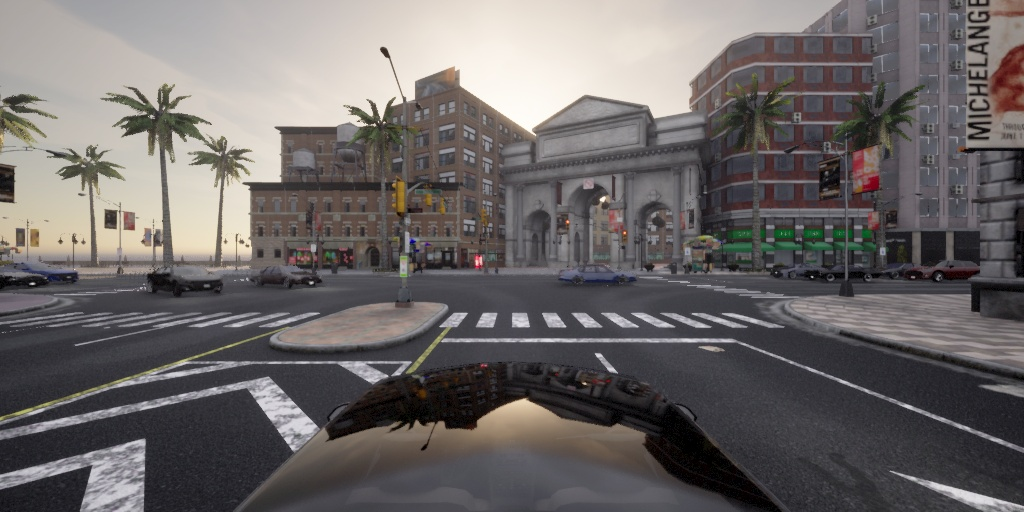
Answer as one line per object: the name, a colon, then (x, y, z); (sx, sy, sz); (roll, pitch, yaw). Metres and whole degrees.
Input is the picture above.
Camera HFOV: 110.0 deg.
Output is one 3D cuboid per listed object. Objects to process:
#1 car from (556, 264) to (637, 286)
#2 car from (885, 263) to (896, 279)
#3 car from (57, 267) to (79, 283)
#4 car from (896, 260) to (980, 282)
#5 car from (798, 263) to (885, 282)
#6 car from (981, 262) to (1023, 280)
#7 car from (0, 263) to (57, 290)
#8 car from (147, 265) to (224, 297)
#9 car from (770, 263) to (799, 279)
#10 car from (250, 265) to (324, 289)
car: (5.810, 1.297, 24.987); (5.357, 1.411, 2.033); (0, 0, 0)
car: (34.845, 1.297, 31.911); (5.357, 1.411, 2.033); (0, 0, 1)
car: (-33.713, 1.228, 25.281); (5.008, 1.535, 1.882); (0, 0, 0)
car: (34.060, 1.102, 28.372); (4.553, 1.767, 2.097); (0, 0, 2)
car: (26.105, 1.351, 28.525); (4.718, 1.301, 1.895); (0, 0, 1)
car: (44.744, 1.254, 31.199); (4.892, 1.490, 1.837); (0, 0, 8)
car: (-31.720, 1.297, 21.767); (5.357, 1.411, 2.033); (0, 0, 0)
car: (-17.377, 1.227, 19.064); (5.008, 1.535, 1.882); (0, -1, 29)
car: (25.589, 1.314, 32.013); (4.181, 1.385, 1.994); (0, 0, 1)
car: (-14.851, 1.297, 23.500); (5.357, 1.411, 2.033); (0, 0, 26)
